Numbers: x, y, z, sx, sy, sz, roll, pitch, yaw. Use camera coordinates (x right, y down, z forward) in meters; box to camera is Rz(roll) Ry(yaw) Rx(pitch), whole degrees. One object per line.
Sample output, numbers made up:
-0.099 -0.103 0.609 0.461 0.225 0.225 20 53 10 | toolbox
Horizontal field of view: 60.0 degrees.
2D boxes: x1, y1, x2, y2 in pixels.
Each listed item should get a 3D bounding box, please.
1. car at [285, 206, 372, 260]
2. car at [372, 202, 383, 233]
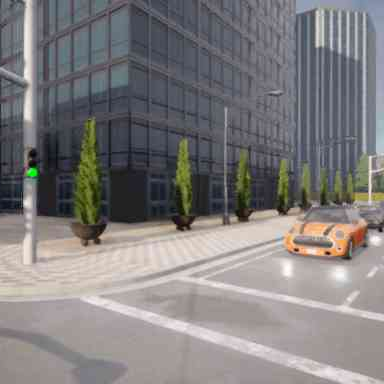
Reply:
5.257 1.370 12.738 2.097 1.767 4.553 0 0 36 | car
10.884 1.562 20.360 2.033 1.411 5.357 0 0 36 | car
